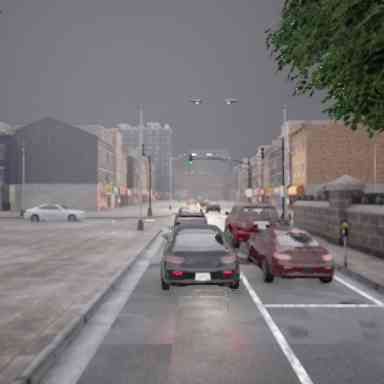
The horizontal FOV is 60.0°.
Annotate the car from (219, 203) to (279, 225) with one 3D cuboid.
[{"bbox_3d":[2.640,1.423,15.051,2.192,1.841,5.009,1,0,0],"label":"car"}]

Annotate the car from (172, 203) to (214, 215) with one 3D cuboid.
[{"bbox_3d":[-0.123,1.637,19.871,2.128,1.511,4.902,0,0,-2],"label":"car"}]

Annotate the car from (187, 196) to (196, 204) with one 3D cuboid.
[{"bbox_3d":[-0.049,1.952,81.994,2.150,2.045,5.566,0,-1,0],"label":"car"}]

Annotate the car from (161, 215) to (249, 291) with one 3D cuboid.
[{"bbox_3d":[0.133,1.590,9.133,1.812,1.442,4.674,0,0,-2],"label":"car"}]

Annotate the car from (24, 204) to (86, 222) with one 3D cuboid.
[{"bbox_3d":[-10.886,1.692,26.637,4.674,1.442,1.812,0,-1,-2],"label":"car"}]

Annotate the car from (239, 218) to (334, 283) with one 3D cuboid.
[{"bbox_3d":[2.640,1.650,9.600,1.802,1.307,4.206,1,0,0],"label":"car"}]

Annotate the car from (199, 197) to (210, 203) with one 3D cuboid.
[{"bbox_3d":[2.610,2.023,57.790,1.887,1.381,4.507,0,-1,0],"label":"car"}]

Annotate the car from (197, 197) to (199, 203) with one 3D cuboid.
[{"bbox_3d":[2.608,1.847,63.229,2.192,1.841,5.009,0,-1,0],"label":"car"}]

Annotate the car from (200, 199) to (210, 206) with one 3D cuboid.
[{"bbox_3d":[2.602,2.168,68.664,1.802,1.307,4.206,0,-1,0],"label":"car"}]

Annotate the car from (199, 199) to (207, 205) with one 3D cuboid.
[{"bbox_3d":[2.596,2.282,79.538,1.802,1.307,4.206,0,-1,0],"label":"car"}]

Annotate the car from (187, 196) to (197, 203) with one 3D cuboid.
[{"bbox_3d":[-0.042,1.973,71.692,2.097,1.767,4.553,0,-1,0],"label":"car"}]

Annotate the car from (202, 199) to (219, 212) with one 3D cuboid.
[{"bbox_3d":[2.620,1.871,41.478,1.887,1.381,4.507,1,-1,0],"label":"car"}]
